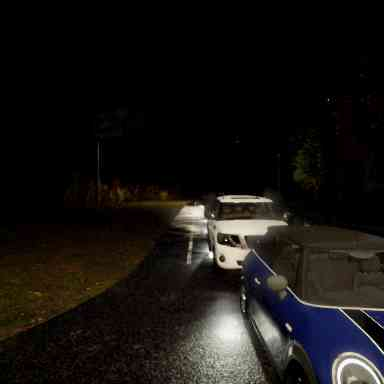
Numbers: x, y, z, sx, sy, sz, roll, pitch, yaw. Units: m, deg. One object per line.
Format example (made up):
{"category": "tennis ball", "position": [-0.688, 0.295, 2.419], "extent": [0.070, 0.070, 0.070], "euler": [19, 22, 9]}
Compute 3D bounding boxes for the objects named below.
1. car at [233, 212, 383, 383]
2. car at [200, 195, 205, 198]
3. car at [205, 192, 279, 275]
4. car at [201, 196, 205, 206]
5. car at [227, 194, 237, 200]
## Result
{"category": "car", "position": [1.934, 1.338, 4.198], "extent": [2.097, 1.767, 4.553], "euler": [0, 0, -1]}
{"category": "car", "position": [2.350, 1.206, 52.354], "extent": [1.882, 1.535, 5.008], "euler": [0, 0, 2]}
{"category": "car", "position": [1.666, 1.160, 10.542], "extent": [2.150, 2.045, 5.566], "euler": [0, 0, 1]}
{"category": "car", "position": [1.906, 1.359, 27.373], "extent": [1.837, 1.490, 4.892], "euler": [0, 0, 1]}
{"category": "car", "position": [9.697, 1.125, 80.878], "extent": [1.994, 1.385, 4.181], "euler": [0, 0, 1]}
